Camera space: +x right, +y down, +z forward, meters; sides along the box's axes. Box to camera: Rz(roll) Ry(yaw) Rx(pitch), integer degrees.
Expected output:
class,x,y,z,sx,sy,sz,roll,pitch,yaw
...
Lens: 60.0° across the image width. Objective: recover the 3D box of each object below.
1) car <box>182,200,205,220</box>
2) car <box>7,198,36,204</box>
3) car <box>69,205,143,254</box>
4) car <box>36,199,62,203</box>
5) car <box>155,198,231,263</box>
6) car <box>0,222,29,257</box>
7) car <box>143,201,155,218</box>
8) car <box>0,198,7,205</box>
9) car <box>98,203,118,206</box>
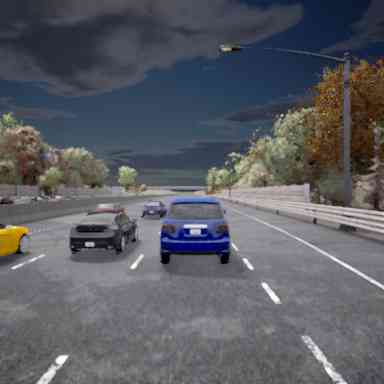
class,x,y,z,sx,sy,sz,roll,pitch,yaw
car,0.094,1.494,29.378,1.837,1.490,4.892,0,0,0
car,-21.091,1.501,42.558,1.837,1.490,4.892,0,0,0
car,-3.403,1.496,13.494,1.837,1.490,4.892,0,0,0
car,-17.591,1.558,42.347,1.994,1.385,4.181,0,0,0
car,0.098,1.214,12.080,2.150,2.045,5.566,0,0,0
car,-6.903,1.471,10.233,1.882,1.535,5.008,0,0,0
car,-3.408,1.516,30.370,1.812,1.442,4.674,0,0,0
car,-24.589,1.471,42.233,1.882,1.535,5.008,0,0,0
car,-6.906,1.590,27.818,1.895,1.301,4.718,0,0,0
